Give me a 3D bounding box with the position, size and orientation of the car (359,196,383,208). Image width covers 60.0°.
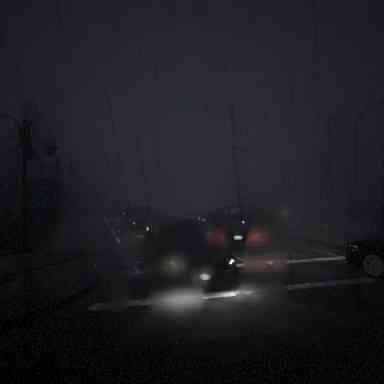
[{"bbox_3d":[23.893,1.271,43.200,1.845,1.501,3.633,0,0,-17],"label":"car"}]

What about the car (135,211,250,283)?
[{"bbox_3d":[-0.370,1.542,10.116,2.033,1.411,5.357,0,0,-15],"label":"car"}]

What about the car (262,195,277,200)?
[{"bbox_3d":[10.335,1.276,47.123,2.152,1.636,5.027,0,0,-17],"label":"car"}]

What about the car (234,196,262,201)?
[{"bbox_3d":[7.347,1.286,46.166,2.007,1.523,4.514,0,0,-17],"label":"car"}]

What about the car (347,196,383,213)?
[{"bbox_3d":[15.588,1.354,29.211,1.970,1.475,3.806,0,0,-17],"label":"car"}]

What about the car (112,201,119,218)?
[{"bbox_3d":[-6.269,1.514,30.101,2.033,1.411,5.357,0,0,-17],"label":"car"}]

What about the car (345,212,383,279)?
[{"bbox_3d":[6.532,1.475,8.247,5.008,1.535,1.882,0,0,39],"label":"car"}]

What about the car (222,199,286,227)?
[{"bbox_3d":[2.846,1.466,19.897,5.357,1.411,2.033,-3,1,-15],"label":"car"}]

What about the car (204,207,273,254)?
[{"bbox_3d":[1.349,1.538,13.396,2.033,1.411,5.357,0,0,-4],"label":"car"}]

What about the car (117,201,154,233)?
[{"bbox_3d":[-3.106,1.529,19.950,2.033,1.411,5.357,0,0,-17],"label":"car"}]
